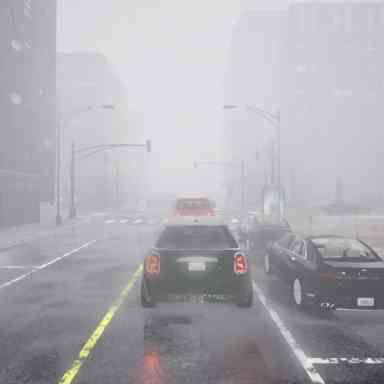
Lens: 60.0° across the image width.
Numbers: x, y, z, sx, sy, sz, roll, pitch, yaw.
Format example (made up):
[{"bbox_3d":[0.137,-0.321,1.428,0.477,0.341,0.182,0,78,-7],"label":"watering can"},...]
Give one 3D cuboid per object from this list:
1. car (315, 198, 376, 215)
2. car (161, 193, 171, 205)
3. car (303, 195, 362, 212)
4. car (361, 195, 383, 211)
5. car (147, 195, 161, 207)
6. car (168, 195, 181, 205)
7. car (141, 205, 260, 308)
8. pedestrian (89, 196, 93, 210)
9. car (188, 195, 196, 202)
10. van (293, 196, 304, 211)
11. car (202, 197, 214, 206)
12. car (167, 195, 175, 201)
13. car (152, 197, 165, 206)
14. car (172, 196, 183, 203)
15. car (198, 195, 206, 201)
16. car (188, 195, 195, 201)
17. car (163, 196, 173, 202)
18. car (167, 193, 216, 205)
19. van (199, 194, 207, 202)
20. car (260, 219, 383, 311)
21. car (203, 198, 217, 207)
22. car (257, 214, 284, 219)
[{"bbox_3d":[13.691,1.413,29.797,4.206,1.307,1.802,0,0,0],"label":"car"},{"bbox_3d":[-3.142,1.240,51.043,2.150,2.045,5.566,0,0,0],"label":"car"},{"bbox_3d":[14.974,1.385,35.577,5.008,1.535,1.882,0,-1,2],"label":"car"},{"bbox_3d":[19.275,1.228,38.141,5.009,1.841,2.192,0,0,0],"label":"car"},{"bbox_3d":[-5.696,1.334,51.390,2.192,1.841,5.009,1,0,0],"label":"car"},{"bbox_3d":[-3.093,1.375,60.612,2.097,1.767,4.553,0,0,0],"label":"car"},{"bbox_3d":[0.097,1.354,8.087,2.097,1.767,4.553,0,0,0],"label":"car"},{"bbox_3d":[-12.546,1.347,41.312,0.375,1.860,0.375,0,0,0],"label":"pedestrian"},{"bbox_3d":[-0.034,1.557,80.947,1.812,1.442,4.674,0,0,0],"label":"car"},{"bbox_3d":[13.748,1.296,38.178,3.998,1.788,1.690,0,0,0],"label":"van"},{"bbox_3d":[2.677,1.603,56.925,1.802,1.307,4.206,1,0,0],"label":"car"},{"bbox_3d":[-5.717,1.603,90.387,1.947,1.339,4.313,1,0,0],"label":"car"},{"bbox_3d":[-5.702,1.566,56.961,1.887,1.381,4.507,1,0,0],"label":"car"},{"bbox_3d":[-3.029,1.553,70.682,2.128,1.511,4.902,0,0,0],"label":"car"},{"bbox_3d":[2.664,1.582,90.351,1.887,1.381,4.507,1,0,0],"label":"car"},{"bbox_3d":[-0.038,1.537,90.833,1.837,1.490,4.892,0,0,0],"label":"car"},{"bbox_3d":[-5.712,1.597,79.245,1.947,1.339,4.313,1,0,0],"label":"car"},{"bbox_3d":[0.080,1.228,17.558,2.150,2.045,5.566,0,0,0],"label":"car"},{"bbox_3d":[2.671,1.373,79.210,1.690,1.788,3.998,1,0,0],"label":"van"},{"bbox_3d":[2.828,1.553,7.591,2.008,1.369,4.403,1,0,0],"label":"car"},{"bbox_3d":[2.680,1.585,51.354,1.947,1.339,4.313,1,0,0],"label":"car"},{"bbox_3d":[2.825,1.555,13.161,2.008,1.369,4.403,1,0,0],"label":"car"}]
